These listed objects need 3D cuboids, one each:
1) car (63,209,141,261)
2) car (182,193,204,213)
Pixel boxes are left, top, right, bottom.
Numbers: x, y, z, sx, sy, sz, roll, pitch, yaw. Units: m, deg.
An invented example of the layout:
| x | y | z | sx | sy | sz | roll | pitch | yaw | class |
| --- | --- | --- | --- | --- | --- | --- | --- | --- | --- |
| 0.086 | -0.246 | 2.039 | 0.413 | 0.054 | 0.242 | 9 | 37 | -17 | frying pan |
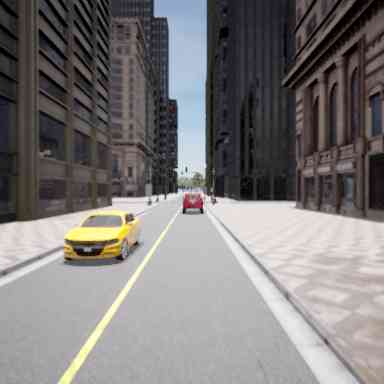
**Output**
| x | y | z | sx | sy | sz | roll | pitch | yaw | class |
| --- | --- | --- | --- | --- | --- | --- | --- | --- | --- |
| -3.101 | 1.441 | 12.357 | 1.882 | 1.535 | 5.008 | 0 | 0 | 0 | car |
| 0.100 | 1.113 | 35.553 | 2.150 | 2.045 | 5.566 | 0 | 0 | 0 | car |
